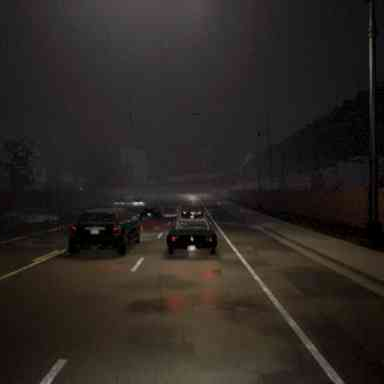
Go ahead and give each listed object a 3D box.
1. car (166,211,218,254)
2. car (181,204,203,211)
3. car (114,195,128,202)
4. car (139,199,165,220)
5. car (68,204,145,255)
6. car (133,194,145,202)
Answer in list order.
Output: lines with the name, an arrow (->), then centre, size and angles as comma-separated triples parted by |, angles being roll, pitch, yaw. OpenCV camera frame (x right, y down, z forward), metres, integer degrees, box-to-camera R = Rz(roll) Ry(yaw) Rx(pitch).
car -> 0.005, 1.721, 14.111 | 1.895, 1.301, 4.718 | 0, 0, 0
car -> 0.008, 1.714, 29.107 | 1.895, 1.301, 4.718 | 0, 0, 0
car -> -13.987, 1.213, 66.055 | 2.033, 1.411, 5.357 | 0, 1, 0
car -> -3.487, 1.637, 29.388 | 1.812, 1.442, 4.674 | 0, 1, 0
car -> -3.493, 1.470, 14.090 | 2.097, 1.767, 4.553 | 0, 0, 0
car -> -10.493, 1.179, 66.136 | 2.128, 1.511, 4.902 | 0, 1, 0
